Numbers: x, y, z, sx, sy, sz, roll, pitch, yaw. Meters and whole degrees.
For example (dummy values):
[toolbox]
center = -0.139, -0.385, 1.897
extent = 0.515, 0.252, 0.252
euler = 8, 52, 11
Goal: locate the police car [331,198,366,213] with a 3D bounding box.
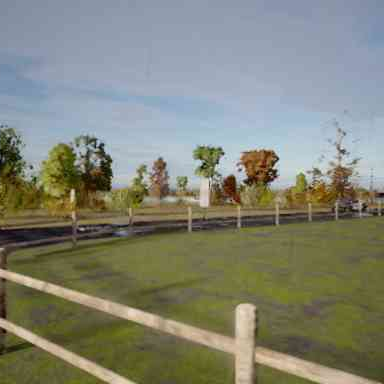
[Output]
[police car]
center = 17.681, 1.509, 37.770
extent = 4.974, 1.542, 2.038
euler = 0, 1, -36
